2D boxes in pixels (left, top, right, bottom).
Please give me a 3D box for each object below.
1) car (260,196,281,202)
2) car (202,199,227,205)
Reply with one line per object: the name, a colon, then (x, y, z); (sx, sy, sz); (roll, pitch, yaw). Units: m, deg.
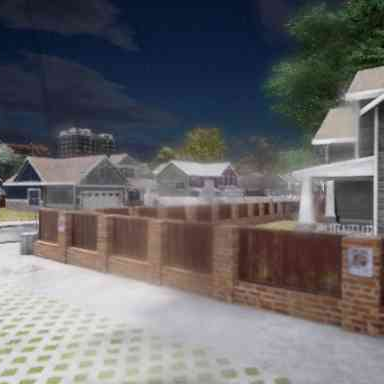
car: (11.576, 1.307, 48.616); (1.837, 1.490, 4.892); (0, 0, 36)
car: (2.331, 1.587, 36.000); (1.837, 1.490, 4.892); (0, 0, 36)
